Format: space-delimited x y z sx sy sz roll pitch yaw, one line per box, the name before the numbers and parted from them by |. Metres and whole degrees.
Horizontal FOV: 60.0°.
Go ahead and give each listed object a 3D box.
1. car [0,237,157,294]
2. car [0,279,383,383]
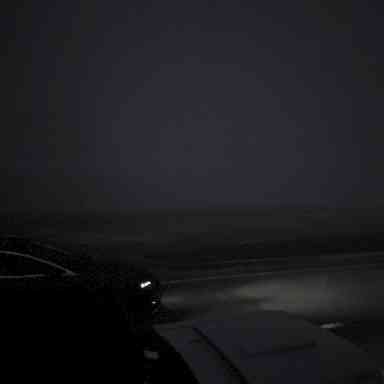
car | -2.947 1.491 5.273 4.902 1.511 2.128 0 0 -21
car | -0.614 1.600 2.414 4.718 1.301 1.895 0 0 -20
